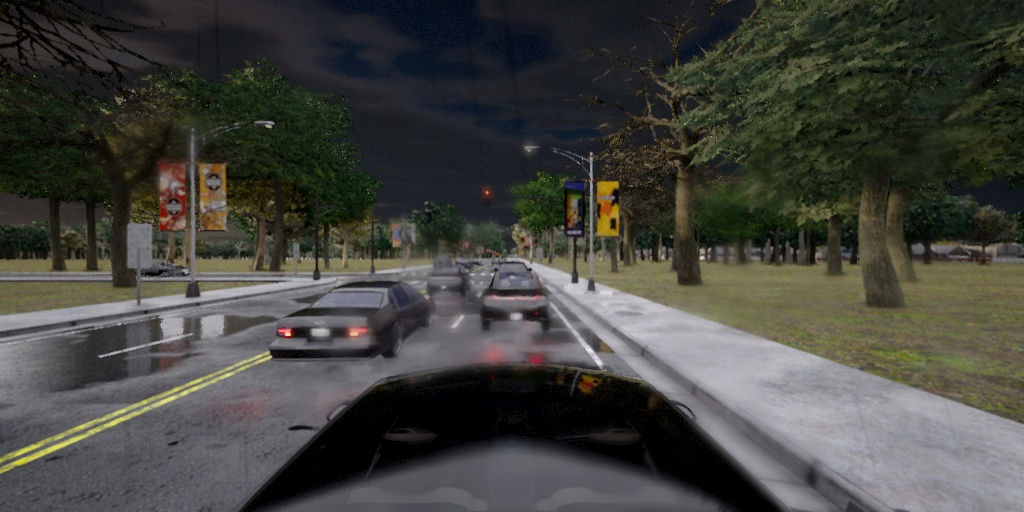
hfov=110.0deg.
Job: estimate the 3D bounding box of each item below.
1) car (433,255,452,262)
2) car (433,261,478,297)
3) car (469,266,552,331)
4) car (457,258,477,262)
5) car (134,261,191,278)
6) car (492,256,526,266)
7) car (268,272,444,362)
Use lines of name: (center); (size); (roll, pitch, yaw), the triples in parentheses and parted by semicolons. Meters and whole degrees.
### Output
car: (-9.856, 0.868, 51.306); (2.150, 2.045, 5.566); (0, 0, -2)
car: (-3.138, 1.203, 18.538); (2.128, 1.511, 4.902); (0, 0, -2)
car: (0.102, 1.220, 10.897); (2.128, 1.511, 4.902); (0, 0, 0)
car: (-6.593, 1.196, 50.518); (2.033, 1.411, 5.357); (0, 0, 0)
car: (-30.037, 1.145, 30.401); (4.902, 1.511, 2.128); (0, 0, 0)
car: (0.063, 1.061, 19.870); (2.097, 1.767, 4.553); (0, 0, 0)
car: (-3.137, 1.282, 8.304); (2.033, 1.411, 5.357); (0, 0, -1)
